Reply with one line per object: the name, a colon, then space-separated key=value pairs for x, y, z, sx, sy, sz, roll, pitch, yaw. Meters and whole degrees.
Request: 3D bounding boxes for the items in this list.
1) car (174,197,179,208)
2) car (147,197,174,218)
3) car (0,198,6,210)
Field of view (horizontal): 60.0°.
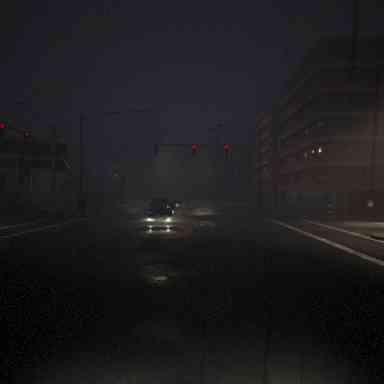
car: x=-3.237 y=1.547 z=45.795 sx=2.033 sy=1.411 sz=5.357 roll=0 pitch=0 yaw=0
car: x=-2.913 y=1.351 z=30.528 sx=2.097 sy=1.767 sz=4.553 roll=0 pitch=0 yaw=-4
car: x=-24.023 y=1.456 z=38.959 sx=3.806 sy=1.475 sz=1.970 roll=0 pitch=0 yaw=1
